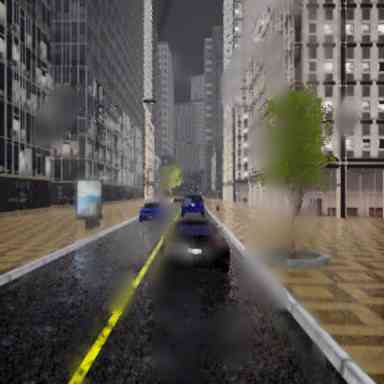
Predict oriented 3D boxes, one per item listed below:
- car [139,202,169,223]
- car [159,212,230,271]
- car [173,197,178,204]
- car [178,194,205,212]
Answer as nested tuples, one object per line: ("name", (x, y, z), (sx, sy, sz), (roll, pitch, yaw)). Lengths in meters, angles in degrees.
("car", (-2.860, 1.486, 25.449), (1.882, 1.535, 5.008), (0, 0, 0))
("car", (0.090, 1.563, 10.904), (1.994, 1.385, 4.181), (0, 0, 0))
("car", (-2.775, 1.658, 67.526), (1.895, 1.301, 4.718), (0, 0, 0))
("car", (0.088, 1.234, 32.147), (2.150, 2.045, 5.566), (0, 0, 0))
